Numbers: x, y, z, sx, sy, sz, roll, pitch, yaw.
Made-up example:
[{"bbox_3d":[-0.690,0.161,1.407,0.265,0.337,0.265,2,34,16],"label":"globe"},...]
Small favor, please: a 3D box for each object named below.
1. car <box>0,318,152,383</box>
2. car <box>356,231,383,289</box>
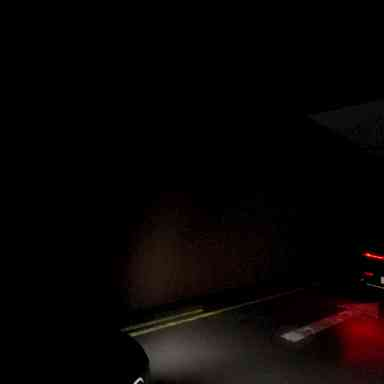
[{"bbox_3d":[-2.475,1.526,2.053,4.674,1.442,1.812,0,0,-35],"label":"car"},{"bbox_3d":[5.823,1.505,7.915,4.892,1.490,1.837,0,0,-36],"label":"car"}]
